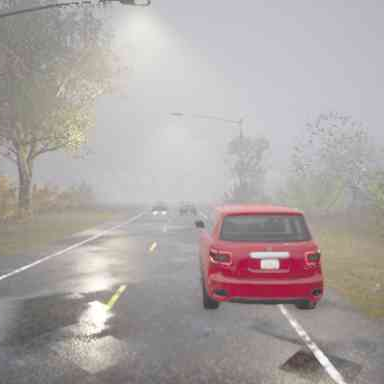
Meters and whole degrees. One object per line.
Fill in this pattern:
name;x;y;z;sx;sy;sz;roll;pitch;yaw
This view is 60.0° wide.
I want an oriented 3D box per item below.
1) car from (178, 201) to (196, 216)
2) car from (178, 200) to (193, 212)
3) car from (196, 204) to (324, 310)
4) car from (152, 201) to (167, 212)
car;-0.439;1.839;37.395;1.837;1.490;4.892;0;0;-2
car;-0.983;1.963;47.741;2.033;1.411;5.357;0;0;-3
car;1.293;1.306;8.155;2.150;2.045;5.566;0;-1;0
car;-4.481;1.969;46.196;1.994;1.385;4.181;0;0;-3
